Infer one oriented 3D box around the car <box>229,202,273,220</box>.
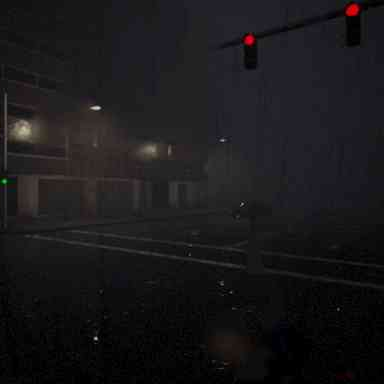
[{"bbox_3d":[5.059,1.511,27.831,2.033,1.411,5.357,0,0,35],"label":"car"}]
